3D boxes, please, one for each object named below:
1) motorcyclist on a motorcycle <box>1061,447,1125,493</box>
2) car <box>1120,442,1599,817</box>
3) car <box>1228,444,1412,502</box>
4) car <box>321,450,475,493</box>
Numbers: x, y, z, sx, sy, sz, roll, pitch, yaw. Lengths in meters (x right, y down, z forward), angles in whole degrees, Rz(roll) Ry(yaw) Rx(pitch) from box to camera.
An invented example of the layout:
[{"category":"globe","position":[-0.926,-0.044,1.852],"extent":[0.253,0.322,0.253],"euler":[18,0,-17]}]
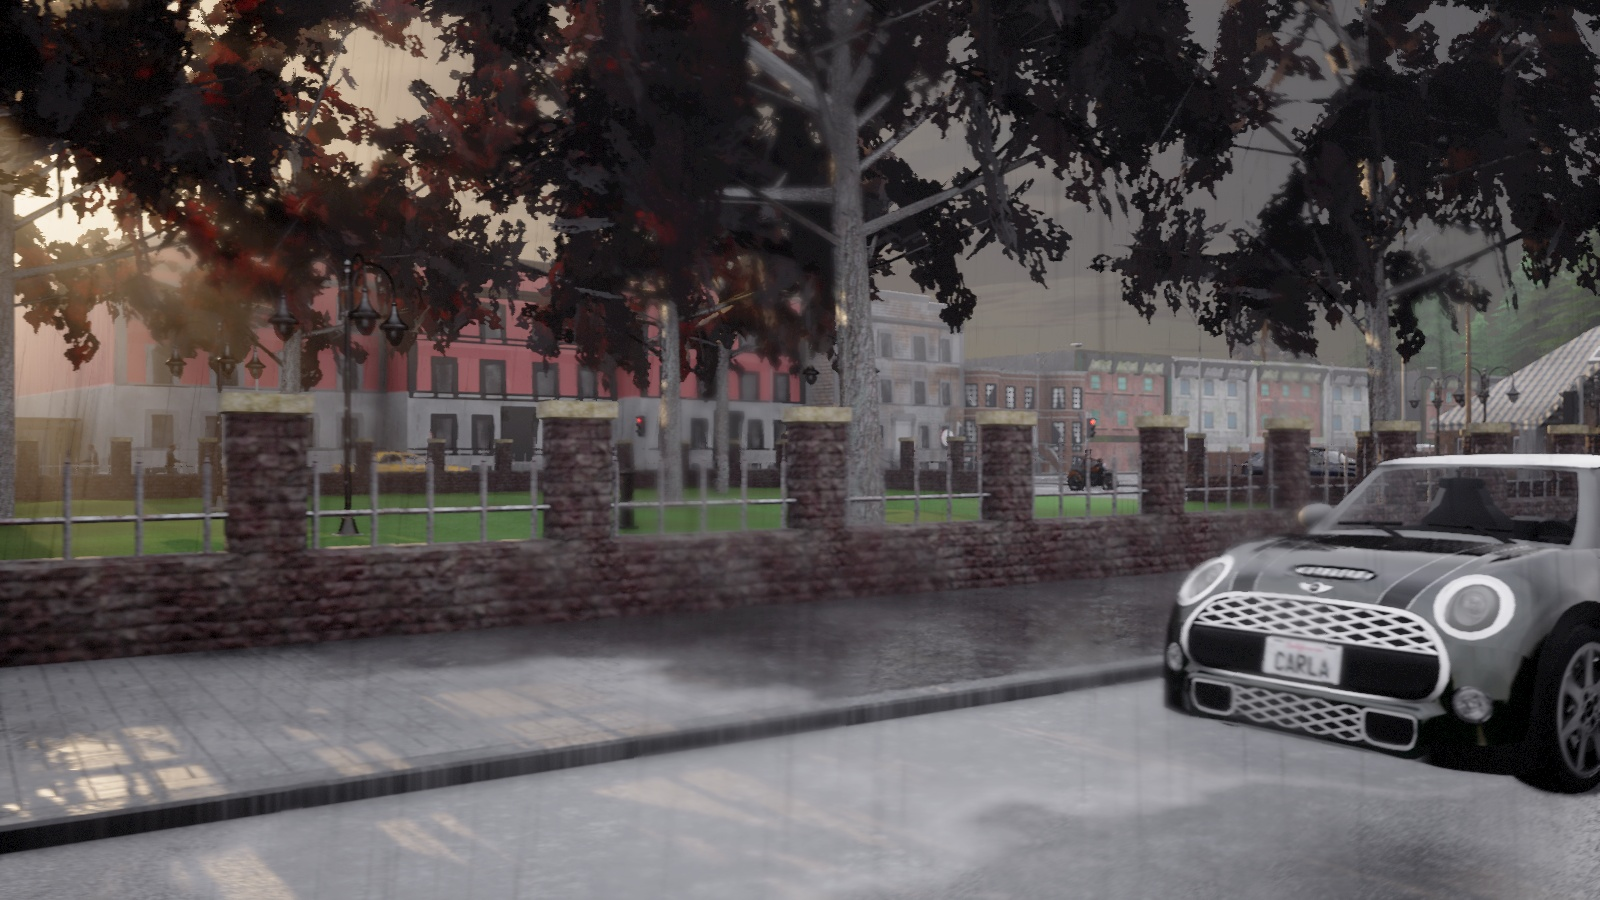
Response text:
[{"category":"motorcyclist on a motorcycle","position":[10.717,0.703,45.945],"extent":[0.766,1.649,2.350],"euler":[0,0,-36]},{"category":"car","position":[3.790,0.703,6.849],"extent":[3.806,1.475,1.970],"euler":[0,0,-36]},{"category":"car","position":[15.800,0.653,38.396],"extent":[2.033,1.649,4.856],"euler":[0,0,-36]},{"category":"car","position":[-15.465,0.805,48.452],"extent":[5.366,1.575,1.801],"euler":[0,0,-33]}]
